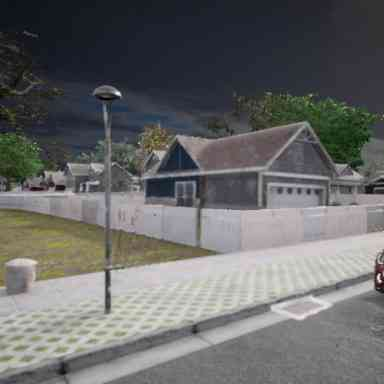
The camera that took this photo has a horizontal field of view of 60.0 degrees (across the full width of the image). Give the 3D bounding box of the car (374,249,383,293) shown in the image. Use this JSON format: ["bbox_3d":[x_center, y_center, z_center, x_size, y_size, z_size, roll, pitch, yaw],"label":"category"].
[{"bbox_3d":[6.008,1.323,7.362,4.553,1.767,2.097,0,0,-36],"label":"car"}]
